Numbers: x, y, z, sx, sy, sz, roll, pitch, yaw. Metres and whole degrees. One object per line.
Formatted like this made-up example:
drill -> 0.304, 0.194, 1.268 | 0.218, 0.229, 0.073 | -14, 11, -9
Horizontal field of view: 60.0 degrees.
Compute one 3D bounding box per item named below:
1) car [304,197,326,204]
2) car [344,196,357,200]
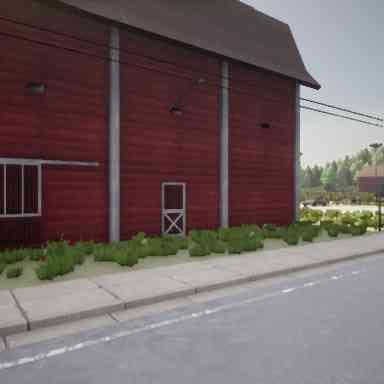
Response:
car -> 18.813, 1.502, 51.007 | 4.193, 1.474, 1.816 | 0, 0, -36
car -> 28.493, 1.517, 59.565 | 3.905, 1.438, 1.784 | 0, 0, -36
